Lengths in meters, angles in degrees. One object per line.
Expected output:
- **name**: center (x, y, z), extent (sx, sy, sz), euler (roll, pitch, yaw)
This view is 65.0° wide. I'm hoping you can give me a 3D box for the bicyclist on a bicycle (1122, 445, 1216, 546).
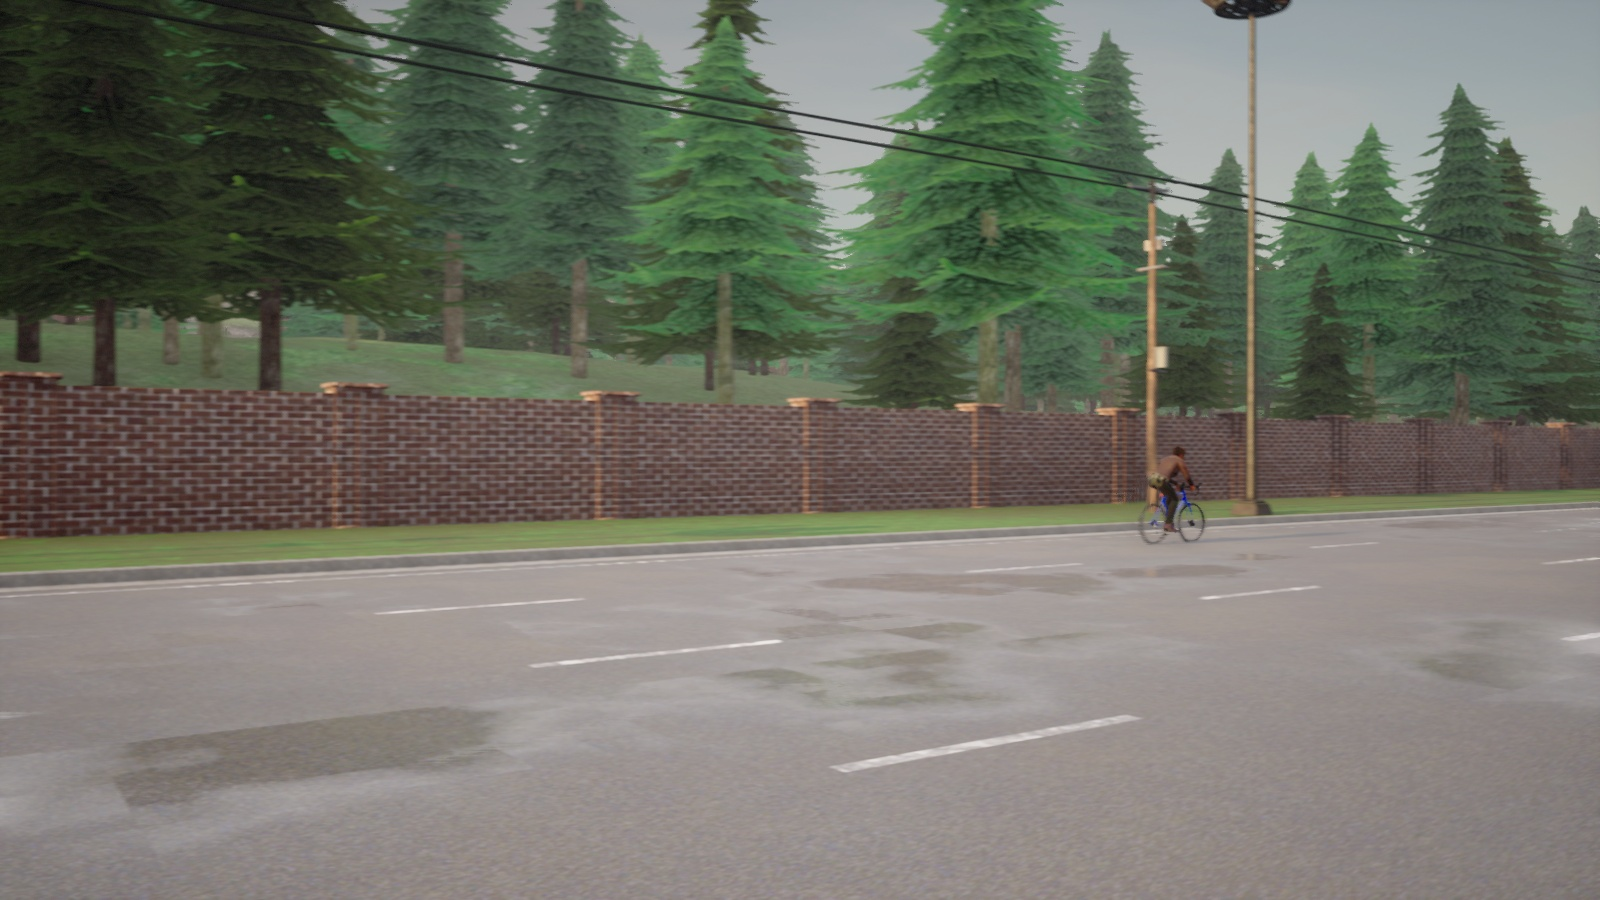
- **bicyclist on a bicycle**: center (6.091, 0.731, 20.692), extent (1.656, 1.620, 0.582), euler (1, -1, -35)
